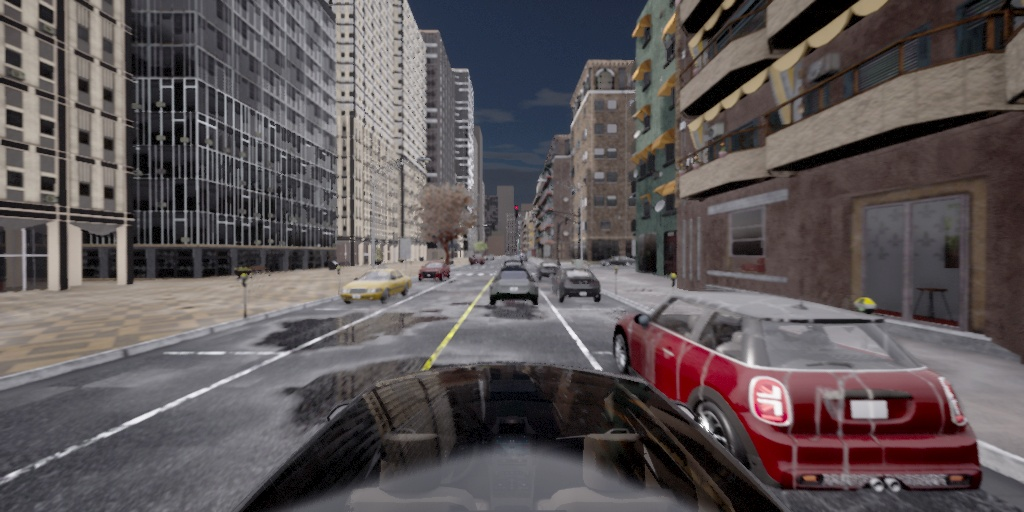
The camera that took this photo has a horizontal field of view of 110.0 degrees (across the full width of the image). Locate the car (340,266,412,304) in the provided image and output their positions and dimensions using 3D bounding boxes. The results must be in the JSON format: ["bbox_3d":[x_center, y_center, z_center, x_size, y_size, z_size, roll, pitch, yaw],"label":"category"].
[{"bbox_3d":[-5.696,1.142,15.540,1.751,1.417,4.829,0,0,0],"label":"car"}]

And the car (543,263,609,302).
[{"bbox_3d":[2.684,1.165,15.712,2.007,1.370,4.403,0,0,0],"label":"car"}]

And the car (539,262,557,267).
[{"bbox_3d":[2.680,1.062,26.778,2.007,1.370,4.403,0,0,0],"label":"car"}]

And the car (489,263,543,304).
[{"bbox_3d":[0.083,1.182,15.439,1.994,1.385,4.181,0,1,0],"label":"car"}]

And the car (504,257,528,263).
[{"bbox_3d":[0.096,1.025,25.901,1.837,1.490,4.892,0,1,-1],"label":"car"}]

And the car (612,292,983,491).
[{"bbox_3d":[2.688,1.161,4.648,1.967,1.591,4.097,0,0,0],"label":"car"}]

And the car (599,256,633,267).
[{"bbox_3d":[13.419,0.676,46.195,4.403,1.370,2.007,0,0,-1],"label":"car"}]

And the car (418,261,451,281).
[{"bbox_3d":[-5.700,1.058,26.775,1.888,1.381,4.507,0,0,0],"label":"car"}]

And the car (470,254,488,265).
[{"bbox_3d":[-5.712,0.544,59.161,2.192,1.841,5.009,0,0,0],"label":"car"}]
